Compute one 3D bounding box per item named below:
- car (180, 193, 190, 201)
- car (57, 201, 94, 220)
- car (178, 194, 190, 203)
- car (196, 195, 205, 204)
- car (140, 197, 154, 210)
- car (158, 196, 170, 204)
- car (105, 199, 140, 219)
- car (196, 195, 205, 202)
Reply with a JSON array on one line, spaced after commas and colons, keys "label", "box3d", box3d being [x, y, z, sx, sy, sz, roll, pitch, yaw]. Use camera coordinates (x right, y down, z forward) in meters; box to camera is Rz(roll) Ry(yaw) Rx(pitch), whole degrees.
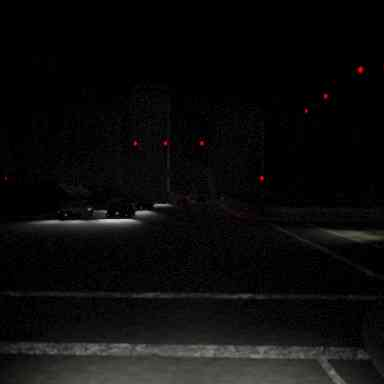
[{"label": "car", "box3d": [-1.573, 1.174, 74.888, 2.097, 1.767, 4.553, 0, 0, 1]}, {"label": "car", "box3d": [-9.812, 1.523, 28.348, 1.812, 1.442, 4.674, 0, 0, 2]}, {"label": "car", "box3d": [-1.780, 1.557, 66.327, 1.994, 1.385, 4.181, 0, 0, 1]}, {"label": "car", "box3d": [1.703, 1.498, 65.616, 1.837, 1.490, 4.892, 0, 0, 1]}, {"label": "car", "box3d": [-5.975, 1.596, 41.623, 1.895, 1.301, 4.718, 0, 0, 1]}, {"label": "car", "box3d": [-5.389, 1.485, 63.707, 2.128, 1.511, 4.902, 0, 0, 2]}, {"label": "car", "box3d": [-6.105, 1.561, 29.012, 1.994, 1.385, 4.181, 0, 0, -1]}, {"label": "car", "box3d": [1.927, 1.344, 74.833, 2.128, 1.511, 4.902, 0, 0, 1]}]
